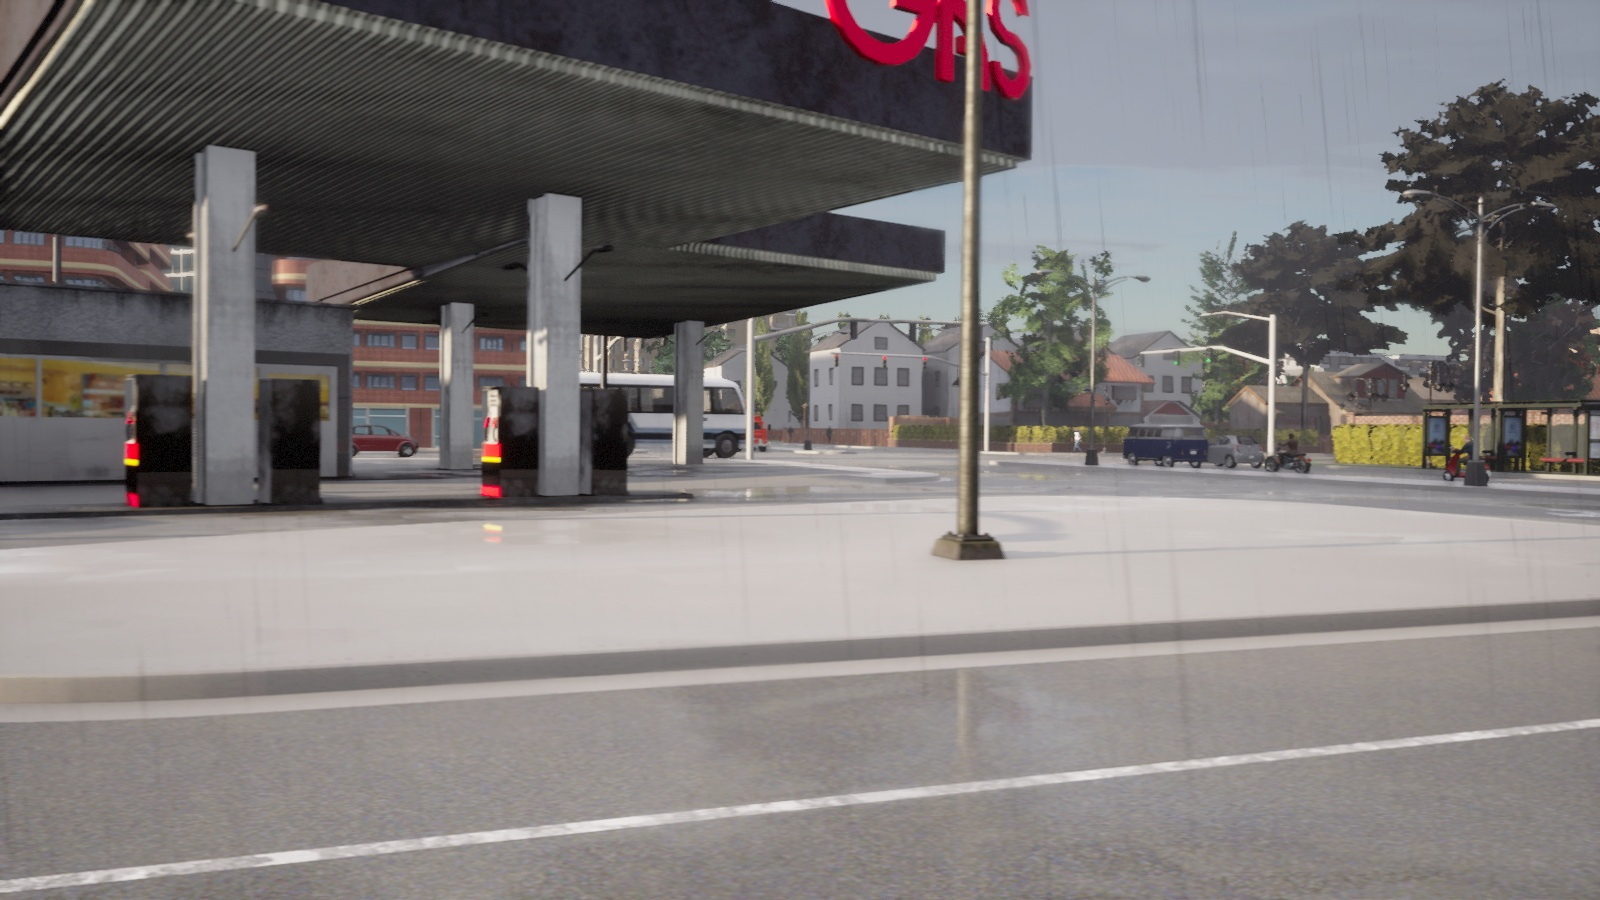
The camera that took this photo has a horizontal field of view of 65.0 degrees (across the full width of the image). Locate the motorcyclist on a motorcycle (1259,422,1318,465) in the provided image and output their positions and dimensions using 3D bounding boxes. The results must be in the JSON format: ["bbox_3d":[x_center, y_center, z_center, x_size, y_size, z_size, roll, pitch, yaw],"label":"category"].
[{"bbox_3d":[19.017,-0.253,48.933,0.766,1.649,2.350,-1,1,-21],"label":"motorcyclist on a motorcycle"}]

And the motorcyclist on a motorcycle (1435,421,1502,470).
[{"bbox_3d":[21.955,-0.158,41.290,0.866,1.590,1.817,-1,1,-21],"label":"motorcyclist on a motorcycle"}]

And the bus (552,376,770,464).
[{"bbox_3d":[-7.067,-1.549,64.340,10.273,4.253,3.944,-1,1,-28],"label":"bus"}]

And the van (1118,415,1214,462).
[{"bbox_3d":[16.263,-0.538,56.088,1.775,1.987,4.442,-1,1,-21],"label":"van"}]

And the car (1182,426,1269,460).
[{"bbox_3d":[19.453,-0.335,57.552,1.845,1.501,3.633,-1,1,-21],"label":"car"}]

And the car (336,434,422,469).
[{"bbox_3d":[-19.713,0.035,58.802,3.705,1.549,1.789,-1,1,-22],"label":"car"}]

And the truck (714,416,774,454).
[{"bbox_3d":[-3.886,-1.049,86.197,2.627,2.467,5.204,-1,1,-21],"label":"truck"}]
